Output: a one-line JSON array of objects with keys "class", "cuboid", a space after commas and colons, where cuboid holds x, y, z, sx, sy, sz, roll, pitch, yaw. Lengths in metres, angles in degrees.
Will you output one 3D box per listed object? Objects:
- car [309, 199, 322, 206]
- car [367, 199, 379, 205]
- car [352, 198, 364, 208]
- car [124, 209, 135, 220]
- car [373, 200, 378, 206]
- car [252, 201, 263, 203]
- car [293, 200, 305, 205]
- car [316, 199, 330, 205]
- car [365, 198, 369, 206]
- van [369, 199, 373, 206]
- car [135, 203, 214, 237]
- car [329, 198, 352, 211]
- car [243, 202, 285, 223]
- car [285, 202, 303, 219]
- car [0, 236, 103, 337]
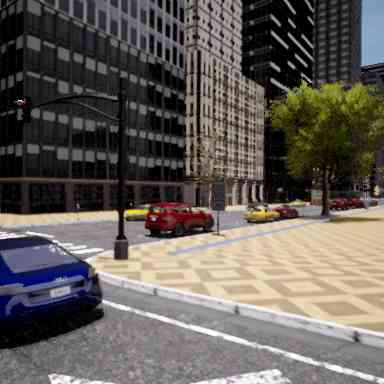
[{"class": "car", "cuboid": [26.115, 2.223, 70.256, 1.802, 1.307, 4.206, 0, 0, 36]}, {"class": "car", "cuboid": [42.926, 2.460, 78.898, 1.802, 1.307, 4.206, 0, 0, 36]}, {"class": "car", "cuboid": [29.515, 2.010, 60.758, 2.192, 1.841, 5.009, 0, 0, 36]}, {"class": "car", "cuboid": [-4.154, 1.738, 29.319, 1.752, 1.417, 4.829, 0, 0, 36]}, {"class": "car", "cuboid": [39.573, 2.273, 74.364, 1.967, 1.590, 4.097, 0, 0, 36]}, {"class": "car", "cuboid": [9.355, 1.974, 47.589, 1.947, 1.339, 4.313, 0, 0, 36]}, {"class": "car", "cuboid": [19.310, 2.073, 61.053, 1.752, 1.417, 4.829, 0, 0, 36]}, {"class": "car", "cuboid": [29.466, 2.238, 74.790, 2.008, 1.369, 4.403, 0, 0, 36]}, {"class": "car", "cuboid": [32.866, 2.286, 65.293, 1.887, 1.381, 4.507, 0, 0, 36]}, {"class": "van", "cuboid": [36.221, 2.128, 69.829, 1.690, 1.788, 3.998, 0, 0, 36]}, {"class": "car", "cuboid": [-0.664, 1.580, 19.942, 2.192, 1.841, 5.009, 0, 0, 36]}, {"class": "car", "cuboid": [22.808, 1.917, 51.688, 2.192, 1.841, 5.009, 0, 0, 36]}, {"class": "car", "cuboid": [6.142, 1.890, 29.147, 1.752, 1.417, 4.829, 0, 0, 36]}, {"class": "car", "cuboid": [9.394, 1.994, 33.546, 1.802, 1.307, 4.206, 0, 0, 36]}, {"class": "car", "cuboid": [-3.641, 1.606, 6.683, 4.181, 1.385, 1.994, -1, 0, 41]}]
